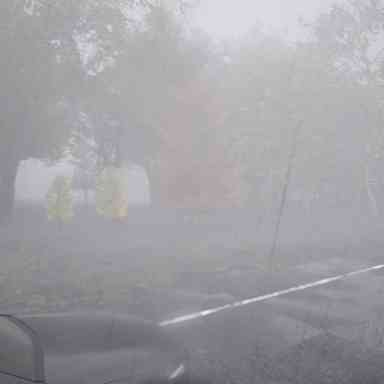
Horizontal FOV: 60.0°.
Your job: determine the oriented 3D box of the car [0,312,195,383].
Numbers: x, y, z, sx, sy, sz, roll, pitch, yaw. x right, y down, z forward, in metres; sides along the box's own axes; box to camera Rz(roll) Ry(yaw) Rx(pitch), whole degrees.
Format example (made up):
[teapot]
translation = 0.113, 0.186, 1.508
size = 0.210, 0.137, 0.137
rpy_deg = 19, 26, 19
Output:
[car]
translation = -2.128, 1.525, 2.229
size = 4.674, 1.442, 1.812
rpy_deg = 0, 0, -36
